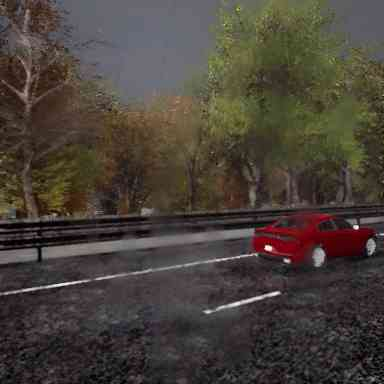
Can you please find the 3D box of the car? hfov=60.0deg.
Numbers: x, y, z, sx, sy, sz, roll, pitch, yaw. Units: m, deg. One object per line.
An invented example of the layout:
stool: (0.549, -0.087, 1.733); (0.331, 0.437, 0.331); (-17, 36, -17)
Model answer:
car: (4.239, 1.475, 11.142); (5.008, 1.535, 1.882); (0, 0, -36)
